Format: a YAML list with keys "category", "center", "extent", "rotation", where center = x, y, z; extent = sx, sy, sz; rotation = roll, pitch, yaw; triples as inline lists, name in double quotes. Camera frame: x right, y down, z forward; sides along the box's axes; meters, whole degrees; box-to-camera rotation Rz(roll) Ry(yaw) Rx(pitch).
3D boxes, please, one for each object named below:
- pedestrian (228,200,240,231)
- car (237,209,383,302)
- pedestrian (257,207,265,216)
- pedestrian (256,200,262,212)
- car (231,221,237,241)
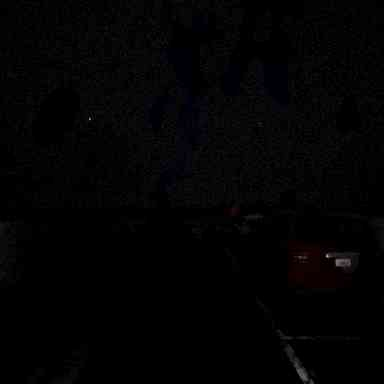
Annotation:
- category: "pedestrian"
  center: [2.333, 1.292, 18.364]
  extent: [0.375, 1.860, 0.375]
  rotation: [0, 0, 0]
- category: "car"
  center: [2.634, 1.314, 8.186]
  extent: [2.192, 1.841, 5.009]
  rotation: [0, 0, 0]
- category: "pedestrian"
  center: [3.715, 1.573, 17.102]
  extent: [0.375, 1.300, 0.375]
  rotation: [0, 0, 0]
- category: "pedestrian"
  center: [3.597, 1.292, 17.764]
  extent: [0.375, 1.860, 0.375]
  rotation: [0, 0, 0]
- category: "car"
  center: [2.633, 1.524, 13.902]
  extent: [1.752, 1.417, 4.829]
  rotation: [0, 0, 0]
